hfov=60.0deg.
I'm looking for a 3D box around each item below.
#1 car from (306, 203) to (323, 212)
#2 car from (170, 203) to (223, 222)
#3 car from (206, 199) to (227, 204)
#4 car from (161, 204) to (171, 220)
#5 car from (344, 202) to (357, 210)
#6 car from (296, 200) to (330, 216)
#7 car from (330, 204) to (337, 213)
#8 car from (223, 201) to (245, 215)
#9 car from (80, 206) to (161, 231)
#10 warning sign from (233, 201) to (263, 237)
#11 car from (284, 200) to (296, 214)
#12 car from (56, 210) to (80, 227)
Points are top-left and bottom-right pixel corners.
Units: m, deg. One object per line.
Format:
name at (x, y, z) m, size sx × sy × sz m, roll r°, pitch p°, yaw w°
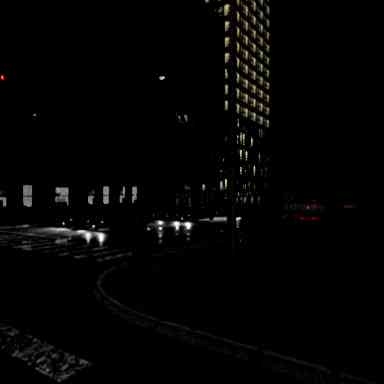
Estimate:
car at (21.571, 2.663, 58.461) m, size 1.994 × 1.385 × 4.181 m, roll 0°, pitch -1°, yaw 33°
car at (0.553, 2.046, 32.061) m, size 2.033 × 1.411 × 5.357 m, roll 0°, pitch -1°, yaw 33°
car at (3.176, 1.892, 42.160) m, size 2.150 × 2.045 × 5.566 m, roll 0°, pitch -1°, yaw 32°
car at (-2.358, 1.992, 33.539) m, size 1.837 × 1.490 × 4.892 m, roll 0°, pitch -1°, yaw 33°
car at (31.360, 2.783, 65.777) m, size 1.882 × 1.535 × 5.008 m, roll 0°, pitch -1°, yaw 33°
car at (16.088, 2.060, 44.001) m, size 2.150 × 2.045 × 5.566 m, roll 0°, pitch -1°, yaw 35°
car at (21.811, 2.590, 52.990) m, size 1.994 × 1.385 × 4.181 m, roll 0°, pitch -1°, yaw 33°
car at (6.034, 2.171, 40.593) m, size 2.128 × 1.511 × 4.902 m, roll 0°, pitch -1°, yaw 33°
car at (-4.883, 1.865, 23.582) m, size 2.033 × 1.411 × 5.357 m, roll 0°, pitch -1°, yaw 33°
warning sign at (3.125, 1.450, 18.531) m, size 1.300 × 1.860 × 1.060 m, roll 1°, pitch 1°, yaw 33°
car at (15.100, 2.111, 48.358) m, size 2.150 × 2.045 × 5.566 m, roll 0°, pitch -1°, yaw 33°
car at (-7.540, 1.862, 25.460) m, size 2.033 × 1.411 × 5.357 m, roll 0°, pitch -1°, yaw 33°
